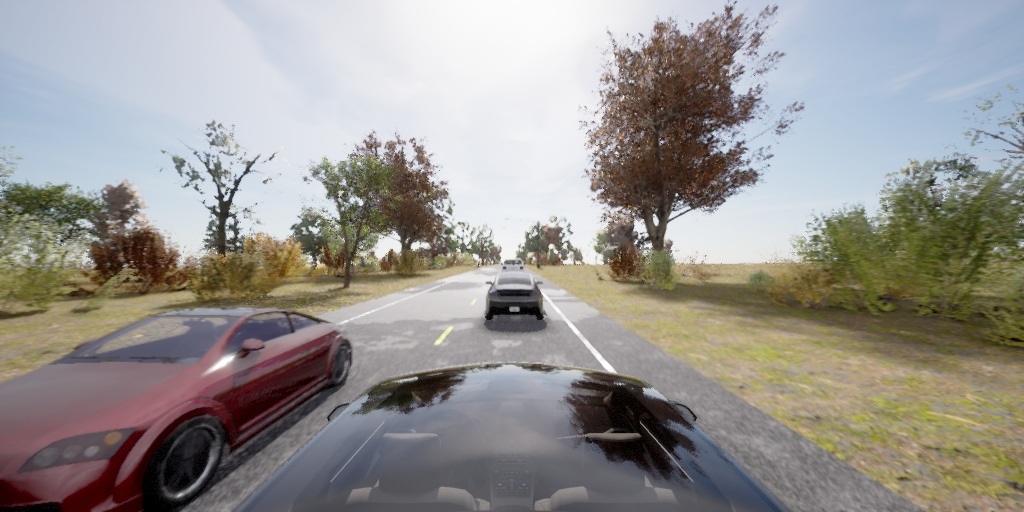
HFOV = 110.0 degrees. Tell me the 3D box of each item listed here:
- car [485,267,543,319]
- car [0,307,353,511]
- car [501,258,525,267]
[{"bbox_3d":[0.087,1.336,13.106,1.837,1.490,4.892,0,0,0],"label":"car"},{"bbox_3d":[-3.585,1.330,4.166,1.994,1.385,4.181,0,0,0],"label":"car"},{"bbox_3d":[0.106,1.234,34.749,2.150,2.045,5.566,0,0,0],"label":"car"}]
